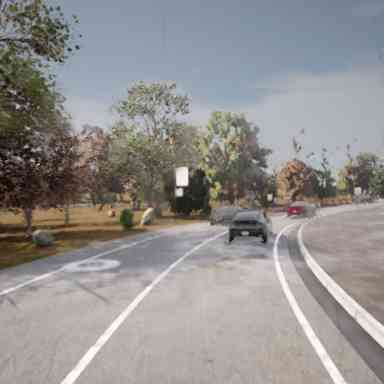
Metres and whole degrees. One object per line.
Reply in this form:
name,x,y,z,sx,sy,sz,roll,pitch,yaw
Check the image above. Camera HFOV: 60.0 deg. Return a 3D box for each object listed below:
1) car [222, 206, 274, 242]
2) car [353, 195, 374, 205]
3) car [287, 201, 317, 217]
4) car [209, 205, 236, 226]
car,3.130,1.648,17.420,1.837,1.490,4.892,-2,-1,17
car,29.536,1.315,57.231,4.892,1.490,1.837,-3,-2,-41
car,11.173,1.700,33.741,1.882,1.535,5.008,-4,-2,34
car,2.863,1.821,26.131,1.837,1.490,4.892,-3,-2,25
